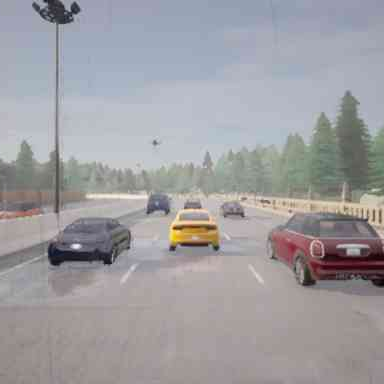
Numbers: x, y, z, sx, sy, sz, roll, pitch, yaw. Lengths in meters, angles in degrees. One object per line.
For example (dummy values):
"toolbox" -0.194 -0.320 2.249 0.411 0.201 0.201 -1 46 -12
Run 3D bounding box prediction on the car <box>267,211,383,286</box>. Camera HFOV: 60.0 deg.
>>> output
"car" 3.602 1.354 9.546 2.097 1.767 4.553 0 0 0

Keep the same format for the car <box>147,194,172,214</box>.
"car" -3.397 1.232 34.958 2.150 2.045 5.566 0 0 0

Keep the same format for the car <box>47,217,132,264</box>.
"car" -3.398 1.568 11.780 1.994 1.385 4.181 0 0 0

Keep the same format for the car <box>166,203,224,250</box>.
"car" 0.101 1.481 14.414 1.882 1.535 5.008 0 0 0

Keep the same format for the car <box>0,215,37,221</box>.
"car" -10.594 1.357 19.671 2.097 1.767 4.553 0 0 0

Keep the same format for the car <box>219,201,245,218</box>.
"car" 3.602 1.556 30.460 2.033 1.411 5.357 0 0 0

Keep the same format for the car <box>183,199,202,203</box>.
"car" 0.104 1.502 36.229 2.128 1.511 4.902 0 0 0
